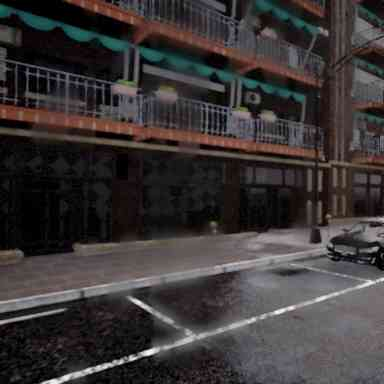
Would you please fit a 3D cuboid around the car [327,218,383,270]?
[{"bbox_3d":[6.240,1.581,11.004,4.403,1.369,2.008,0,1,-36],"label":"car"}]
